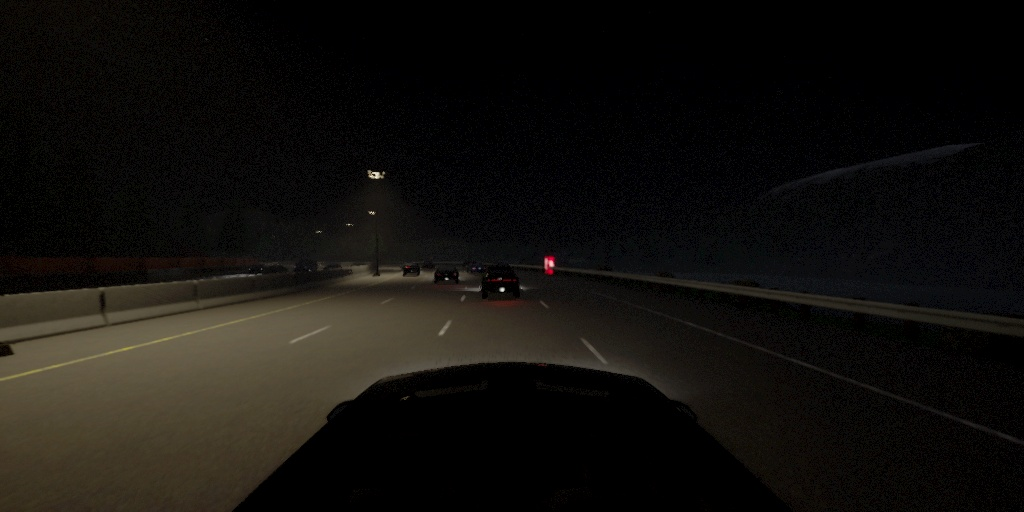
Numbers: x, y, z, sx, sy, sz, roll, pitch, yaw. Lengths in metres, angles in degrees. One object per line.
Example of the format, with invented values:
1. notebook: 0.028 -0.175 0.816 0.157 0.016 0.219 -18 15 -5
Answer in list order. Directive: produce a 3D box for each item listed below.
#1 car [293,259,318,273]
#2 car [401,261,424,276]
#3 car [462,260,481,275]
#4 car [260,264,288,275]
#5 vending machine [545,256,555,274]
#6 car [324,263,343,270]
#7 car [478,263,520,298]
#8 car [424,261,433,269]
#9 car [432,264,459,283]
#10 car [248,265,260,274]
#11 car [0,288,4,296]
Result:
1. car: -28.857 1.453 50.352 2.150 2.045 5.566 -1 0 -18
2. car: -11.804 1.484 42.358 2.128 1.511 4.902 0 0 -14
3. car: -4.291 1.445 42.501 2.033 1.411 5.357 -1 0 -15
4. car: -31.998 1.824 48.735 1.994 1.385 4.181 -1 0 -17
5. vending machine: 4.353 0.981 41.058 1.100 2.100 0.880 0 0 -12
6. car: -25.444 1.732 51.293 2.033 1.411 5.357 -1 0 -17
7. car: -0.716 1.305 19.143 1.837 1.490 4.892 0 0 -6
8. car: -14.926 1.606 63.689 1.812 1.442 4.674 0 0 -22
9. car: -5.430 1.484 29.904 1.895 1.301 4.718 -1 0 -10
10. car: -37.088 1.943 52.851 1.895 1.301 4.718 -1 0 -20
11. car: -17.847 1.485 9.956 2.128 1.511 4.902 -1 0 -3
